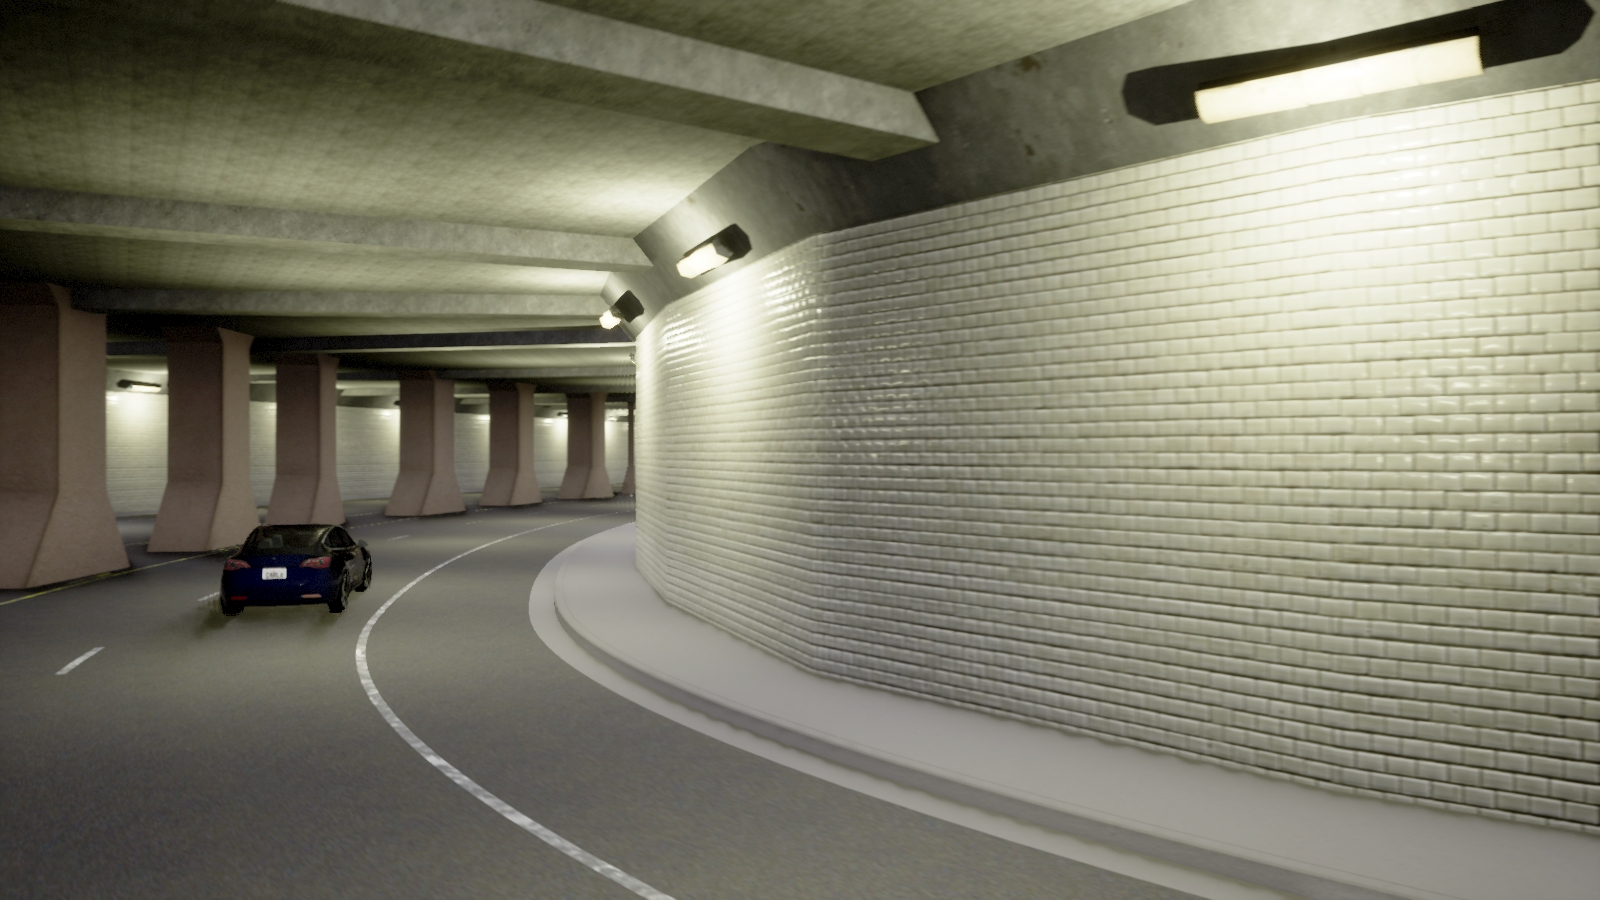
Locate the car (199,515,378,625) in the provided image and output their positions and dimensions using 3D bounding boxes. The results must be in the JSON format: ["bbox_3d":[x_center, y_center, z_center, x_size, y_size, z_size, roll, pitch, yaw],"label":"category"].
[{"bbox_3d":[-9.187,2.074,20.985,2.163,1.488,4.792,0,0,-14],"label":"car"}]
